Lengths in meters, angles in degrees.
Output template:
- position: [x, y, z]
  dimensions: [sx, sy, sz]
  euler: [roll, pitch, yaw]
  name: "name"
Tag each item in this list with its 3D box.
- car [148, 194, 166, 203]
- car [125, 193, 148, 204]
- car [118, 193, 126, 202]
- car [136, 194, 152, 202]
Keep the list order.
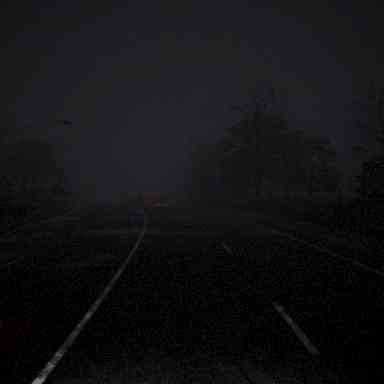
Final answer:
- position: [-5.603, 1.115, 55.102]
  dimensions: [1.812, 1.442, 4.674]
  euler: [0, 0, -21]
  name: "car"
- position: [-9.108, 1.153, 54.475]
  dimensions: [1.994, 1.385, 4.181]
  euler: [0, 0, -21]
  name: "car"
- position: [-12.739, 0.997, 63.594]
  dimensions: [1.882, 1.535, 5.008]
  euler: [0, 0, -25]
  name: "car"
- position: [-9.393, 1.045, 64.689]
  dimensions: [1.812, 1.442, 4.674]
  euler: [0, 0, -25]
  name: "car"
